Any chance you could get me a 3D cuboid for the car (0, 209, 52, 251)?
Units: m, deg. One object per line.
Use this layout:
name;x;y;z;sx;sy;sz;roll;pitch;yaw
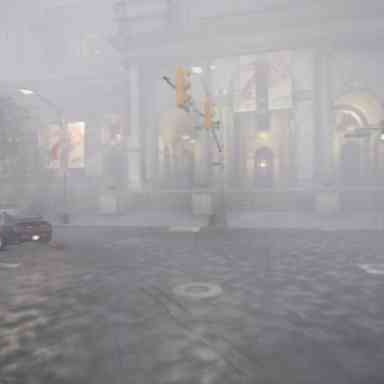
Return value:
car;-7.871;1.514;14.307;4.892;1.490;1.837;-1;-1;39
